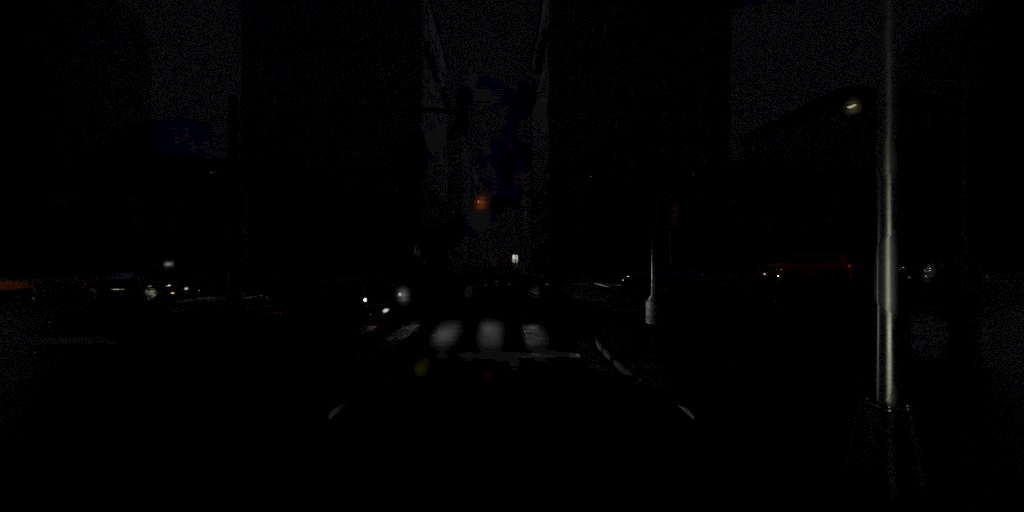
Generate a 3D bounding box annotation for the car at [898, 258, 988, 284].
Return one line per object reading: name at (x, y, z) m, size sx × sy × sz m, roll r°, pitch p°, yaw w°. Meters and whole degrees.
car at (30.072, 0.981, 25.122) m, size 4.553 × 1.767 × 2.097 m, roll 0°, pitch 0°, yaw -2°

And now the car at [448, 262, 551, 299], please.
car at (-0.589, 1.219, 17.482) m, size 5.008 × 1.535 × 1.882 m, roll 0°, pitch 0°, yaw -2°

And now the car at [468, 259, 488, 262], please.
car at (-3.982, 1.260, 37.514) m, size 2.128 × 1.511 × 4.902 m, roll 0°, pitch 0°, yaw -2°

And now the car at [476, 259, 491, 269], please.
car at (-4.542, 1.281, 58.289) m, size 2.128 × 1.511 × 4.902 m, roll 0°, pitch 0°, yaw -1°

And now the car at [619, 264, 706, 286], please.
car at (10.222, 1.243, 24.519) m, size 5.357 × 1.411 × 2.033 m, roll 0°, pitch 0°, yaw -2°

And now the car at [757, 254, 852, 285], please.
car at (20.180, 0.883, 24.826) m, size 5.566 × 2.045 × 2.150 m, roll 0°, pitch 0°, yaw -2°

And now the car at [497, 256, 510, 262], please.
car at (-1.053, 1.130, 47.281) m, size 2.097 × 1.767 × 4.553 m, roll 0°, pitch 0°, yaw -2°

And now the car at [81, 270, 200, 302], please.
car at (-17.431, 1.372, 16.962) m, size 4.181 × 1.385 × 1.994 m, roll 0°, pitch 0°, yaw -2°

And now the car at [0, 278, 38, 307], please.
car at (-21.322, 1.302, 13.585) m, size 5.008 × 1.535 × 1.882 m, roll 0°, pitch 0°, yaw -2°

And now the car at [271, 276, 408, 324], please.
car at (-5.784, 1.361, 11.993) m, size 4.718 × 1.301 × 1.895 m, roll 0°, pitch 0°, yaw 28°
